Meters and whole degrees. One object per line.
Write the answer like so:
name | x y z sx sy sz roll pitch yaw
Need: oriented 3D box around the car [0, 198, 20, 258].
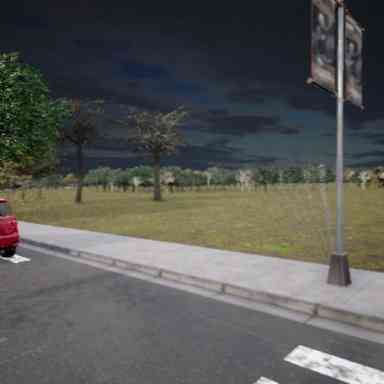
car | -7.984 1.201 11.577 5.566 2.045 2.150 0 1 42
